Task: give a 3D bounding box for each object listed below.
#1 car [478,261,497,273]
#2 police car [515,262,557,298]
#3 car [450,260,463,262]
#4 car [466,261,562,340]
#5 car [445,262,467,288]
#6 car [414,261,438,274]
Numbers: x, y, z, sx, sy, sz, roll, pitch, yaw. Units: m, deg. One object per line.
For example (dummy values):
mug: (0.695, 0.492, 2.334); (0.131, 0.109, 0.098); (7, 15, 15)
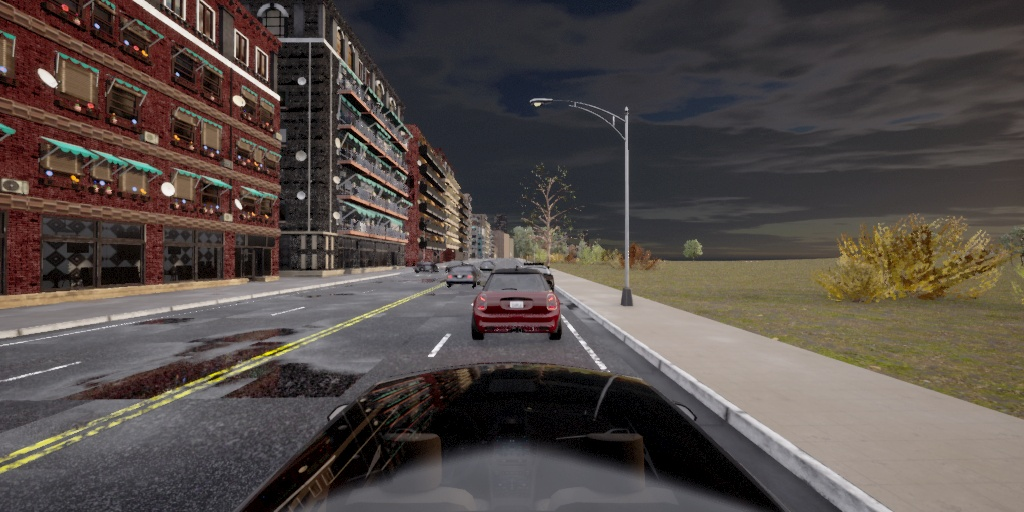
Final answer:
car: (-3.063, 1.314, 45.376); (1.994, 1.385, 4.181); (0, 0, 0)
police car: (1.173, 1.178, 19.622); (1.930, 1.638, 5.238); (0, 0, 0)
car: (-6.519, 1.256, 41.625); (1.837, 1.490, 4.892); (0, 0, 0)
car: (0.112, 1.103, 10.126); (2.097, 1.767, 4.553); (0, 0, 0)
car: (-3.104, 1.300, 23.875); (2.033, 1.411, 5.357); (0, 0, 0)
car: (-9.770, 1.316, 41.045); (1.994, 1.385, 4.181); (0, 0, 0)
